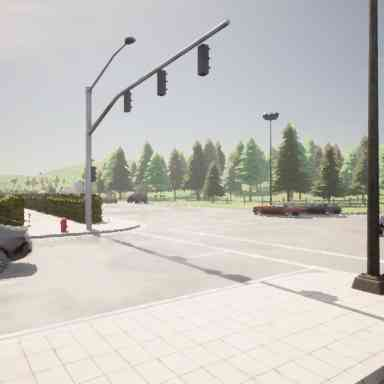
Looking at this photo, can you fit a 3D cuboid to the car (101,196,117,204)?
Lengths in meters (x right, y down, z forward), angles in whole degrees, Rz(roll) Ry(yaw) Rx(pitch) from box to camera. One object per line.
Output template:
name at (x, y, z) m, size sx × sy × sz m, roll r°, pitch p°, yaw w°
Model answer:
car at (-16.156, 1.564, 64.741) m, size 1.994 × 1.385 × 4.181 m, roll 0°, pitch 0°, yaw -35°

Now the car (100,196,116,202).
car at (-18.855, 1.553, 74.656) m, size 1.994 × 1.385 × 4.181 m, roll 0°, pitch 0°, yaw -35°

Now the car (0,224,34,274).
car at (-6.940, 1.491, 8.870) m, size 4.902 × 1.511 × 2.128 m, roll 0°, pitch 0°, yaw -35°

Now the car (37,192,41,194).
car at (-29.798, 1.058, 65.852) m, size 2.150 × 2.045 × 5.566 m, roll 0°, pitch 0°, yaw -35°

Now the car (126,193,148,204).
car at (-10.347, 1.219, 62.457) m, size 2.150 × 2.045 × 5.566 m, roll 0°, pitch 0°, yaw -35°

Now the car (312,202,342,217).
car at (11.497, 1.601, 31.238) m, size 4.718 × 1.301 × 1.895 m, roll 0°, pitch 0°, yaw 24°

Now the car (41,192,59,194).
car at (-24.127, 1.221, 57.611) m, size 2.150 × 2.045 × 5.566 m, roll 0°, pitch 0°, yaw -35°

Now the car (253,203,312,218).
car at (7.879, 1.601, 30.010) m, size 4.718 × 1.301 × 1.895 m, roll 0°, pitch 0°, yaw 42°

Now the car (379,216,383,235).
car at (11.633, 1.547, 17.800) m, size 5.357 × 1.411 × 2.033 m, roll 0°, pitch 0°, yaw -35°
